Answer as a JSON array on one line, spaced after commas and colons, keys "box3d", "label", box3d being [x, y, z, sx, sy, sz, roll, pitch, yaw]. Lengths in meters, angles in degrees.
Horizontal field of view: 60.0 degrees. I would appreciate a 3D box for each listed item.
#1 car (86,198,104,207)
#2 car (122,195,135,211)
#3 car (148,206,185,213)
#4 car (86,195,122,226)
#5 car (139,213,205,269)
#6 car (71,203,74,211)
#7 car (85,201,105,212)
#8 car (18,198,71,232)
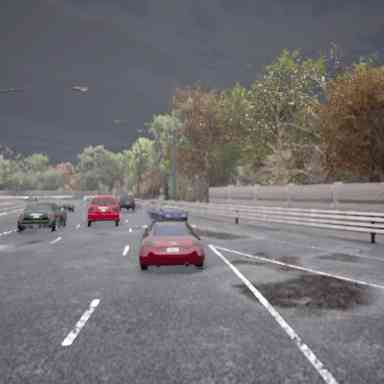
[{"box3d": [-17.194, 1.825, 59.074, 1.837, 1.490, 4.892, 0, 0, -31], "label": "car"}, {"box3d": [-8.939, 1.454, 43.241, 2.150, 2.045, 5.566, 0, 0, -23], "label": "car"}, {"box3d": [-2.045, 1.740, 25.849, 1.895, 1.301, 4.718, 0, 0, -23], "label": "car"}, {"box3d": [-6.531, 1.355, 24.780, 2.150, 2.045, 5.566, 0, 0, -13], "label": "car"}, {"box3d": [-0.758, 1.625, 11.424, 1.994, 1.385, 4.181, 0, 0, -6], "label": "car"}, {"box3d": [-16.497, 1.835, 43.184, 1.895, 1.301, 4.718, 0, 0, -24], "label": "car"}, {"box3d": [-12.543, 1.832, 42.853, 1.895, 1.301, 4.718, 0, 0, -23], "label": "car"}, {"box3d": [-9.365, 1.466, 21.162, 2.097, 1.767, 4.553, 0, 0, -12], "label": "car"}]
